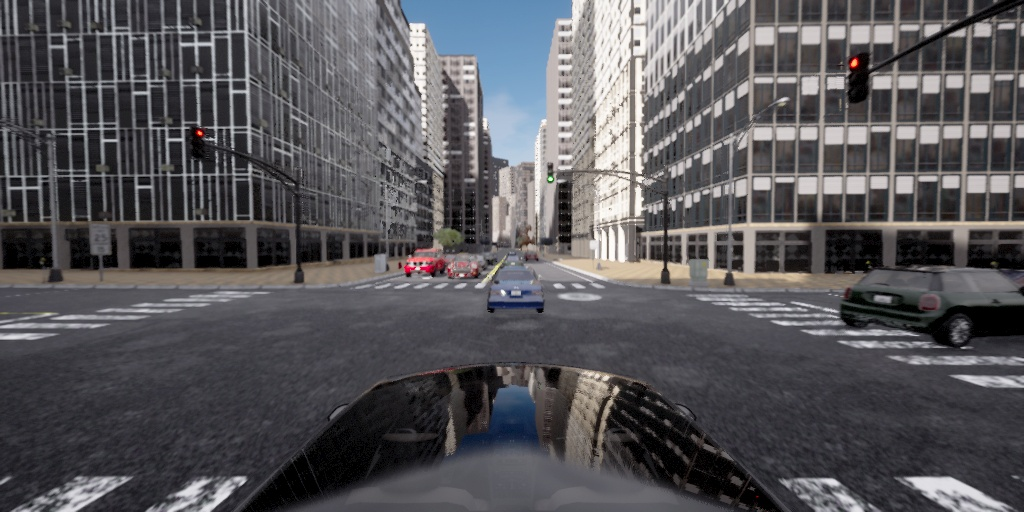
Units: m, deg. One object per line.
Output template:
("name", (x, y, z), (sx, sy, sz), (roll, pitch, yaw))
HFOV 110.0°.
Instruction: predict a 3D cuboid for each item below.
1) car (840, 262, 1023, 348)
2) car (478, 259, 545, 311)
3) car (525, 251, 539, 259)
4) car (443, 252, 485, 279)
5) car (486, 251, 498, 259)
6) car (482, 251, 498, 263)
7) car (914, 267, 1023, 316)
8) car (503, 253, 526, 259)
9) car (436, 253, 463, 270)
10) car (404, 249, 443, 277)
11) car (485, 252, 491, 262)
("car", (10.746, 1.018, 8.765), (4.553, 1.767, 2.097), (0, 2, -11))
("car", (0.113, 1.034, 12.878), (2.033, 1.411, 5.357), (0, 2, 0))
("car", (3.226, -0.044, 58.676), (2.097, 1.767, 4.553), (0, 1, 0))
("car", (-3.326, 0.631, 25.698), (2.097, 1.767, 4.553), (0, 1, -1))
("car", (-3.275, 0.264, 44.643), (2.097, 1.767, 4.553), (0, 1, 0))
("car", (-3.273, 0.065, 54.812), (2.097, 1.767, 4.553), (0, 1, 0))
("car", (16.706, 1.139, 11.975), (4.181, 1.385, 1.994), (0, 2, 2))
("car", (0.086, 0.651, 34.746), (1.994, 1.385, 4.181), (0, 1, 0))
("car", (-6.576, 0.532, 38.194), (1.882, 1.535, 5.008), (0, 1, 1))
("car", (-6.603, 0.476, 27.847), (2.150, 2.045, 5.566), (0, 1, 0))
("car", (-3.346, 0.634, 34.544), (1.812, 1.442, 4.674), (0, 1, 0))
